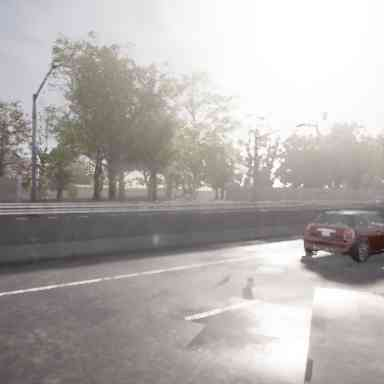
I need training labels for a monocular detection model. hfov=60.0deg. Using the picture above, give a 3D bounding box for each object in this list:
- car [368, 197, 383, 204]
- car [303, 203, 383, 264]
[{"bbox_3d":[32.542,1.877,57.206,5.566,2.045,2.150,1,0,-35],"label":"car"},{"bbox_3d":[6.338,1.479,12.637,4.553,1.767,2.097,1,0,-35],"label":"car"}]
